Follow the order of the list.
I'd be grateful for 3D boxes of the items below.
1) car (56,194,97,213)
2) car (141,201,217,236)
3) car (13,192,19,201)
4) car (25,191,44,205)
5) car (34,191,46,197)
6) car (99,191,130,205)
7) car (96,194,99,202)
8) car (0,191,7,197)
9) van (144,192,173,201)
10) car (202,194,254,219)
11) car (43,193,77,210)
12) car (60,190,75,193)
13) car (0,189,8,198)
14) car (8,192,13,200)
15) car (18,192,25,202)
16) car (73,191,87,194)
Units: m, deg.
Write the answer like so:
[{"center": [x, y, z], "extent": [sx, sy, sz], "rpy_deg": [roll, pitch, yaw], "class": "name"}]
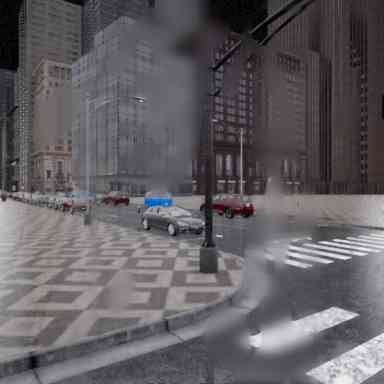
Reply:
[{"center": [-10.580, 1.139, 30.287], "extent": [1.887, 1.381, 4.507], "rpy_deg": [1, 0, -36], "class": "car"}, {"center": [-1.065, 1.367, 16.959], "extent": [2.008, 1.369, 4.403], "rpy_deg": [1, 0, -36], "class": "car"}, {"center": [-26.440, 0.702, 52.502], "extent": [1.967, 1.590, 4.097], "rpy_deg": [1, 0, -36], "class": "car"}, {"center": [-20.097, 0.939, 43.616], "extent": [2.008, 1.369, 4.403], "rpy_deg": [1, 0, -36], "class": "car"}, {"center": [-38.534, 0.495, 84.109], "extent": [1.887, 1.381, 4.507], "rpy_deg": [0, 0, -36], "class": "car"}, {"center": [-9.978, 0.766, 44.119], "extent": [2.192, 1.841, 5.009], "rpy_deg": [1, 0, -36], "class": "car"}, {"center": [-13.154, 0.934, 48.564], "extent": [2.008, 1.369, 4.403], "rpy_deg": [1, 0, -36], "class": "car"}, {"center": [-45.374, 0.482, 79.020], "extent": [1.752, 1.417, 4.829], "rpy_deg": [1, 0, -36], "class": "car"}, {"center": [-3.633, 0.930, 35.232], "extent": [1.690, 1.788, 3.998], "rpy_deg": [1, 0, -36], "class": "van"}, {"center": [2.712, 1.050, 26.345], "extent": [2.192, 1.841, 5.009], "rpy_deg": [1, 0, -36], "class": "car"}, {"center": [-13.752, 1.074, 34.729], "extent": [2.008, 1.369, 4.403], "rpy_deg": [1, 0, -36], "class": "car"}, {"center": [-21.923, 0.778, 56.405], "extent": [1.812, 1.442, 4.674], "rpy_deg": [0, 1, -35], "class": "car"}, {"center": [-39.130, 0.611, 70.273], "extent": [1.947, 1.339, 4.313], "rpy_deg": [1, 0, -36], "class": "car"}, {"center": [-29.613, 0.747, 56.945], "extent": [1.887, 1.381, 4.507], "rpy_deg": [1, 0, -36], "class": "car"}, {"center": [-23.269, 0.874, 48.059], "extent": [2.008, 1.369, 4.403], "rpy_deg": [1, 0, -36], "class": "car"}, {"center": [-16.199, 0.967, 48.388], "extent": [1.895, 1.301, 4.718], "rpy_deg": [0, 1, -36], "class": "car"}]
